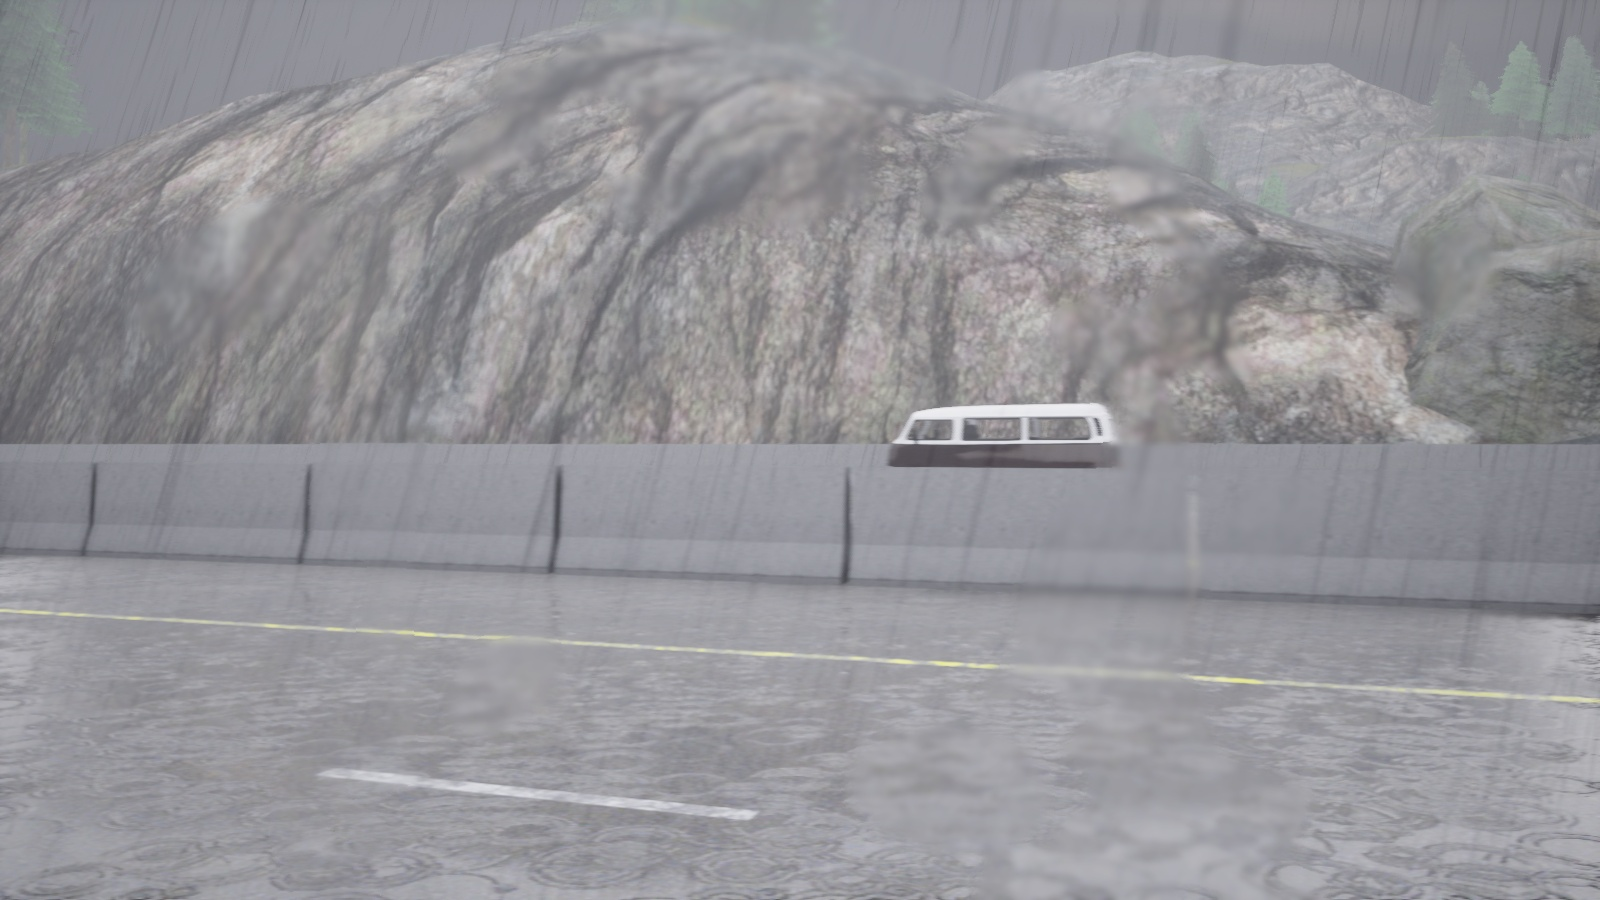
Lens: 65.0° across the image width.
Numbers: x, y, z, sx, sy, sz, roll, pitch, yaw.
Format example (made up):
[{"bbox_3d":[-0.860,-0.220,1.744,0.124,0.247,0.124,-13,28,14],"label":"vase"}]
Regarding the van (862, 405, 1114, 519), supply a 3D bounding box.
[{"bbox_3d":[3.631,0.177,24.122,4.480,2.038,2.069,1,1,19],"label":"van"}]
